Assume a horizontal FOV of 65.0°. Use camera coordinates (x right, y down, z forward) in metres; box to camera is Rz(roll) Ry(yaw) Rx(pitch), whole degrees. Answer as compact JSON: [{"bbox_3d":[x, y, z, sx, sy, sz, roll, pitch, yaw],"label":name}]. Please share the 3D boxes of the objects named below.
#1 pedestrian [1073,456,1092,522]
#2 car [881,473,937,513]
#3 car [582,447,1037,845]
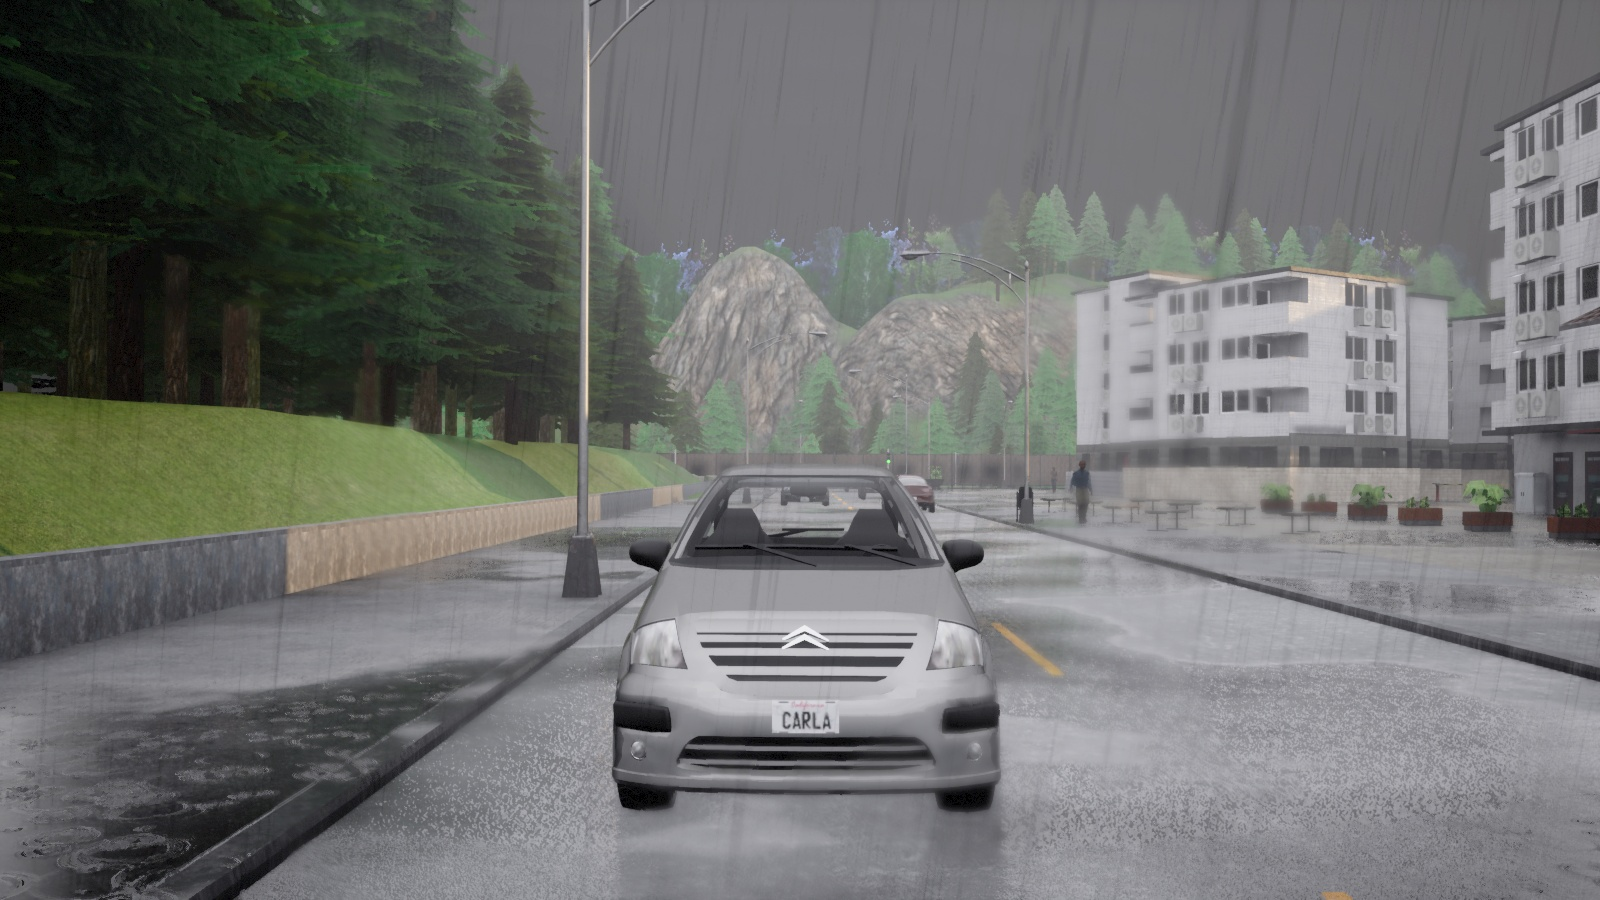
[{"bbox_3d":[7.952,1.085,35.343,0.370,1.835,0.726,0,-1,1],"label":"pedestrian"},{"bbox_3d":[4.211,1.647,49.179,1.812,1.442,4.674,0,-1,0],"label":"car"},{"bbox_3d":[0.044,0.832,7.120,1.851,1.617,3.988,0,-1,0],"label":"car"}]
